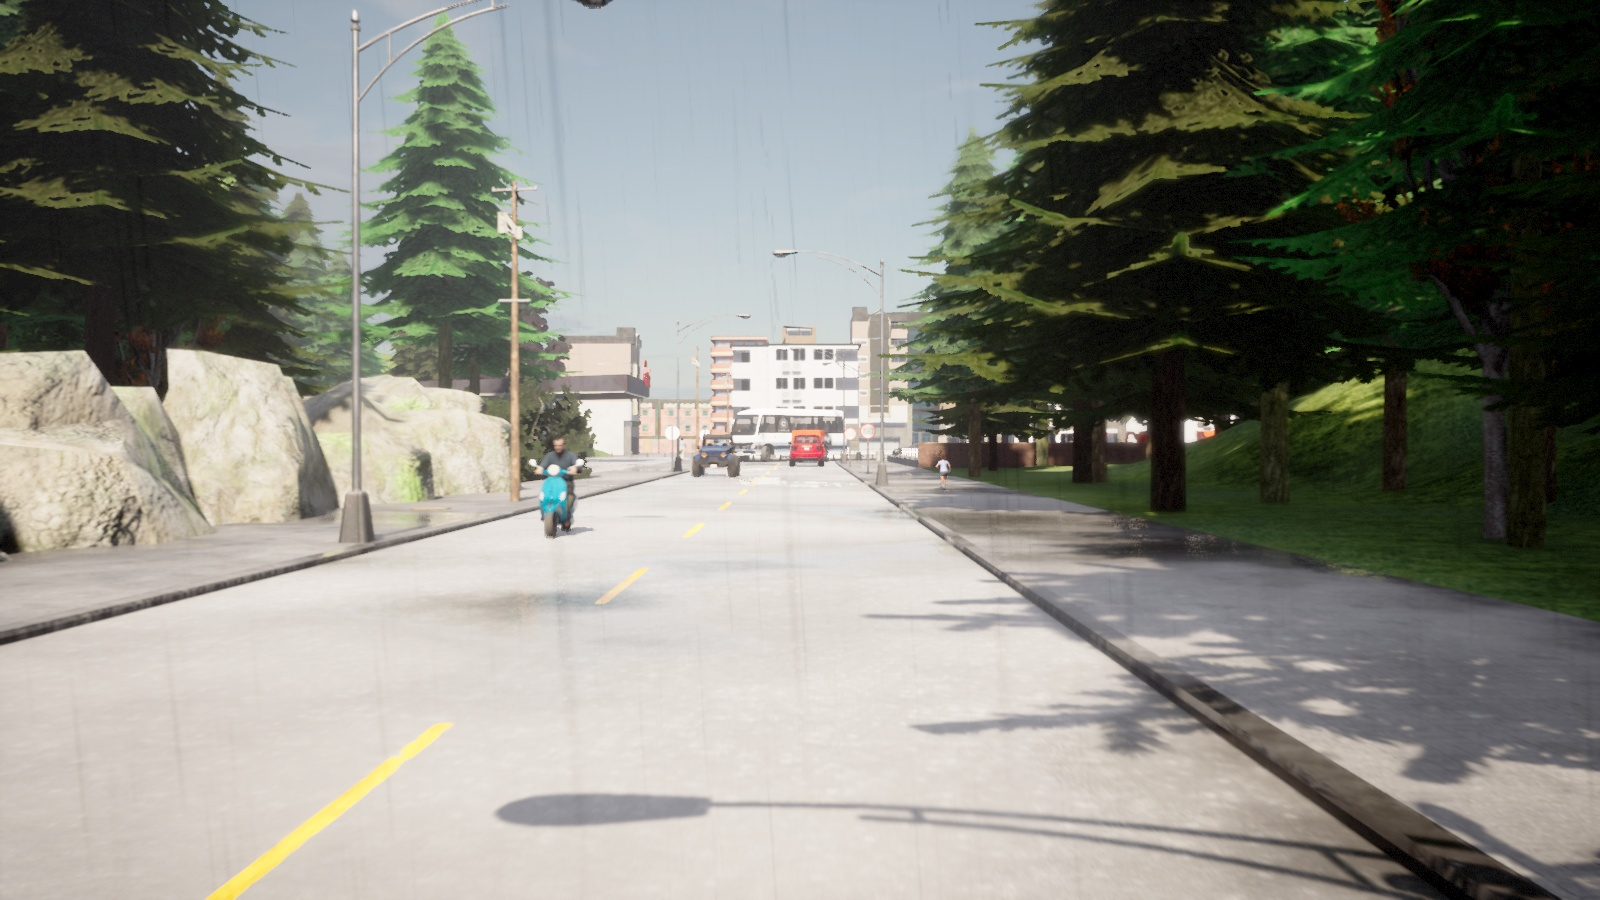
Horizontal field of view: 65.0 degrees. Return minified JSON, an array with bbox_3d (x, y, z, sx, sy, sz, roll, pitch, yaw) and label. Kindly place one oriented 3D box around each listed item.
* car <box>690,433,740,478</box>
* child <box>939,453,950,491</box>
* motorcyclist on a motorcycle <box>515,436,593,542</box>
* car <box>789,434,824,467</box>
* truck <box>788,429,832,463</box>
[{"bbox_3d":[-3.677,0.231,54.909,1.905,1.878,3.866,0,0,0],"label":"car"},{"bbox_3d":[4.239,0.632,36.888,0.255,1.110,0.394,0,0,-7],"label":"child"},{"bbox_3d":[-3.871,0.585,19.878,0.866,1.590,1.817,0,0,0],"label":"motorcyclist on a motorcycle"},{"bbox_3d":[0.435,0.011,80.711,2.150,2.045,5.566,0,0,0],"label":"car"},{"bbox_3d":[0.818,-0.273,94.685,2.627,2.467,5.204,-1,0,8],"label":"truck"}]
